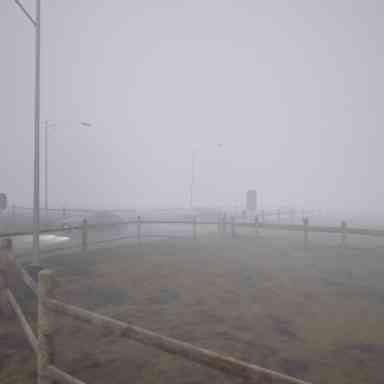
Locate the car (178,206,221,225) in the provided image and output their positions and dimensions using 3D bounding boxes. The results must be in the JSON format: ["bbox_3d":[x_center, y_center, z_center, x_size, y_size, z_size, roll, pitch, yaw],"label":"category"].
[{"bbox_3d":[0.741,2.020,29.947,1.882,1.535,5.008,1,-1,35],"label":"car"}]

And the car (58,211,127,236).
[{"bbox_3d":[-5.972,1.850,20.395,1.994,1.385,4.181,1,-1,35],"label":"car"}]

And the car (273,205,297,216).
[{"bbox_3d":[13.463,2.650,47.884,2.033,1.411,5.357,1,-1,36],"label":"car"}]
